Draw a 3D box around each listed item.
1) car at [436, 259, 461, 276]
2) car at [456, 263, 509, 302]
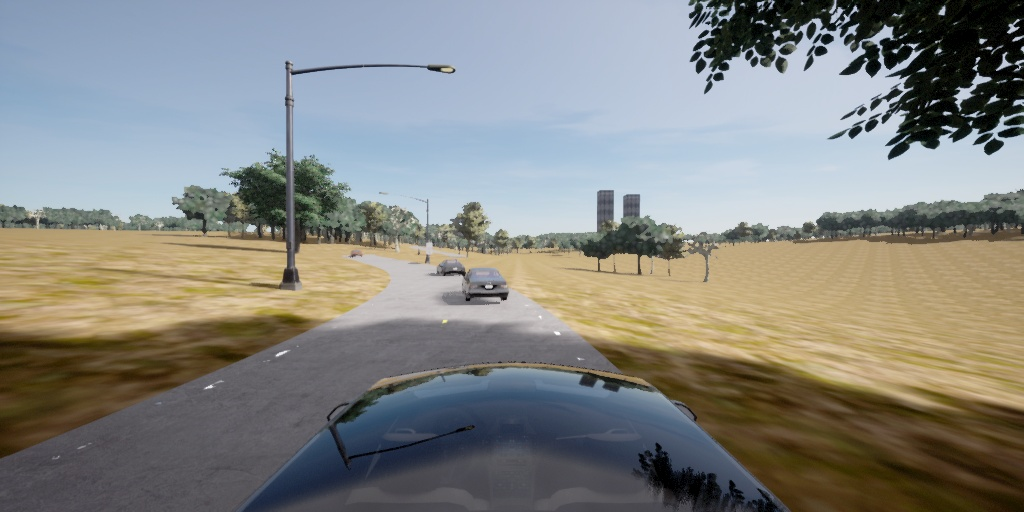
[{"bbox_3d":[-5.377,0.976,31.395,1.994,1.385,4.181,0,1,-20],"label":"car"},{"bbox_3d":[-1.357,1.233,16.698,2.033,1.411,5.357,0,1,-10],"label":"car"}]
